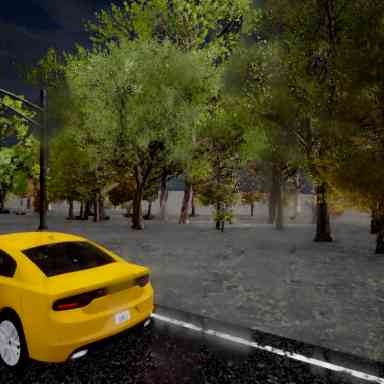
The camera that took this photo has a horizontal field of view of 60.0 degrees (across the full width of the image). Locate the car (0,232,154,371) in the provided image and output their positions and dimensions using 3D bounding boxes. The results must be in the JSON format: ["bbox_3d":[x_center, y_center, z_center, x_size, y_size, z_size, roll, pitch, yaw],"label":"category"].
[{"bbox_3d":[-2.922,1.444,5.765,5.008,1.535,1.882,1,0,35],"label":"car"}]
